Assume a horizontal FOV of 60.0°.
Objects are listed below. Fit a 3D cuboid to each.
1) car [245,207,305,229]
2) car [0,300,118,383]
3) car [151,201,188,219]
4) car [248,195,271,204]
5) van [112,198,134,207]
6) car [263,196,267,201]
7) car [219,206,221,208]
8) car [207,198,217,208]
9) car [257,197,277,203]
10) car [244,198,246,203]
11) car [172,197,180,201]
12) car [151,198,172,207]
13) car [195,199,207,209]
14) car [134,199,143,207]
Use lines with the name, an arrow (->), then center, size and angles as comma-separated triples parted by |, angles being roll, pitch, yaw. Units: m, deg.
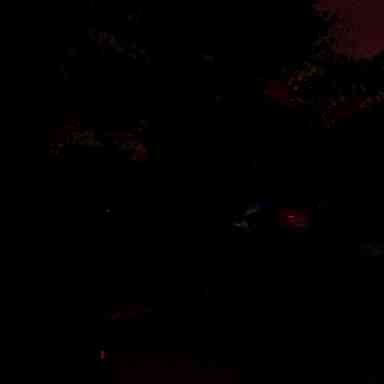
car -> 5.735, 1.787, 23.280 | 1.812, 1.442, 4.674 | 4, -3, -31
car -> -2.819, 1.492, 1.693 | 4.902, 1.511, 2.128 | 0, 0, -36
car -> -2.388, 2.014, 35.481 | 1.882, 1.535, 5.008 | 4, -3, -34
car -> 16.704, 1.778, 82.751 | 2.435, 2.045, 5.566 | 0, 0, -35
van -> -13.069, 1.866, 61.740 | 1.878, 1.987, 4.442 | 0, 0, -35
car -> 12.943, 2.027, 64.068 | 2.097, 1.535, 5.008 | 0, 0, -35
car -> 3.869, 2.042, 57.606 | 2.097, 1.535, 5.008 | 0, 0, -35
car -> 1.703, 2.089, 56.061 | 2.002, 1.452, 4.674 | 0, 0, -35
car -> 18.978, 2.032, 84.393 | 2.231, 1.521, 4.892 | 0, 0, -35
car -> 8.425, 2.061, 60.809 | 2.163, 1.488, 4.792 | 0, 0, -35
car -> -2.850, 1.818, 52.851 | 2.435, 2.045, 5.566 | 0, 0, -35
car -> -6.155, 2.059, 66.526 | 2.097, 1.535, 5.008 | 0, 0, -35
car -> -0.682, 1.807, 54.396 | 2.435, 2.045, 5.566 | 0, 0, -35
car -> -10.700, 2.110, 63.248 | 2.163, 1.488, 4.792 | 0, 0, -35
